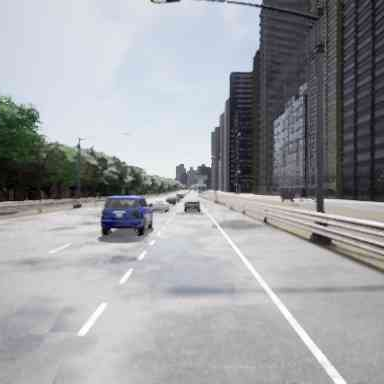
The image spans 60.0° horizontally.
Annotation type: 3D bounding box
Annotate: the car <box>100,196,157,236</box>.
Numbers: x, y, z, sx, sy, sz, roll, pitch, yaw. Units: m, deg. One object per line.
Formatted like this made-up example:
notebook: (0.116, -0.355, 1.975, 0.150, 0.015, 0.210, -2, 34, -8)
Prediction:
car: (-3.515, 1.226, 18.729, 2.150, 2.045, 5.566, 0, 0, 0)

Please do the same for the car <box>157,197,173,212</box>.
car: (-3.574, 1.556, 38.350, 1.812, 1.442, 4.674, 0, 0, 0)

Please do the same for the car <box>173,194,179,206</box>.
car: (-3.673, 1.582, 58.362, 1.837, 1.490, 4.892, 0, 0, 0)

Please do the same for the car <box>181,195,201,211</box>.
car: (0.017, 1.527, 40.905, 2.128, 1.511, 4.902, 0, 0, 0)

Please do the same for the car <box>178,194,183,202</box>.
car: (-3.815, 1.690, 78.907, 1.994, 1.385, 4.181, 0, 0, 0)
